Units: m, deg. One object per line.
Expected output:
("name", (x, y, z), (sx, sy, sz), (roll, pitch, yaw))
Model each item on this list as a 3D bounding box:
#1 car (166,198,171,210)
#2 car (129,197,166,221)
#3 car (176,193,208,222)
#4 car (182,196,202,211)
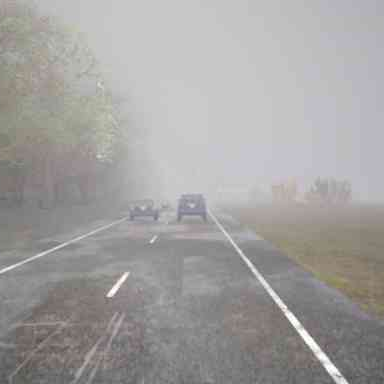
("car", (-3.474, 1.374, 38.636), (1.895, 1.301, 4.718), (0, 0, 1))
("car", (-3.498, 1.200, 26.001), (2.097, 1.767, 4.553), (0, 0, 0))
("car", (-0.003, 1.075, 25.240), (2.150, 2.045, 5.566), (0, 0, 0))
("car", (0.032, 1.262, 39.070), (2.128, 1.511, 4.902), (0, 0, 1))
